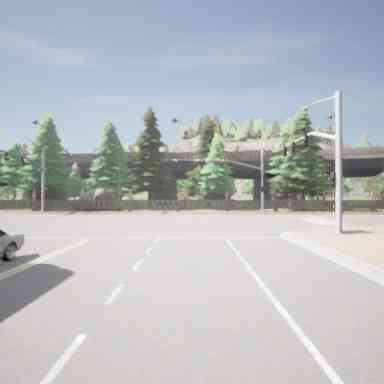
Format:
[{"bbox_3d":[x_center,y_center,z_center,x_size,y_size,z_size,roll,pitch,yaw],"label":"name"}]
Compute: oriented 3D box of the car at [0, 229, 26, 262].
[{"bbox_3d":[-6.995,1.684,9.881,1.895,1.301,4.718,0,0,0],"label":"car"}]
